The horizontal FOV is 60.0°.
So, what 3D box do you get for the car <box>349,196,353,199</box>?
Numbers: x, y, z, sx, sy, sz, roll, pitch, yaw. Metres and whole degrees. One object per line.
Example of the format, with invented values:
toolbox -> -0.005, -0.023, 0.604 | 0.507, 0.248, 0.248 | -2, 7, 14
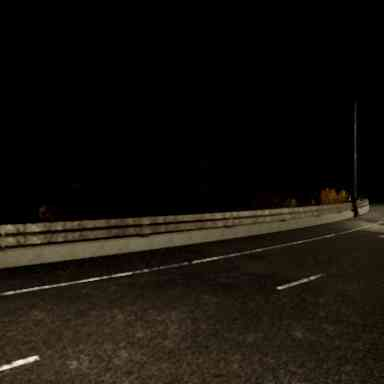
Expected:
car -> 39.864, 1.320, 86.803 | 2.128, 1.511, 4.902 | 0, 0, 1
